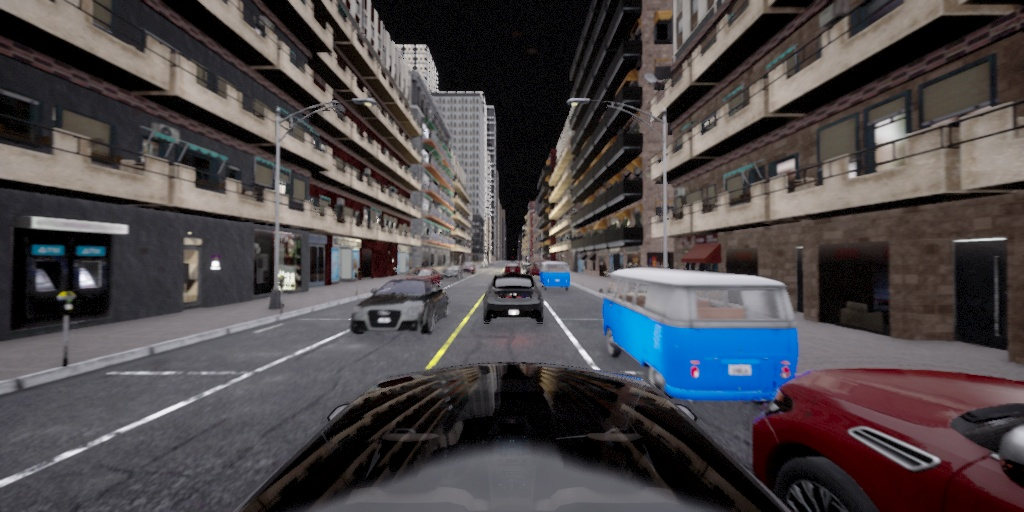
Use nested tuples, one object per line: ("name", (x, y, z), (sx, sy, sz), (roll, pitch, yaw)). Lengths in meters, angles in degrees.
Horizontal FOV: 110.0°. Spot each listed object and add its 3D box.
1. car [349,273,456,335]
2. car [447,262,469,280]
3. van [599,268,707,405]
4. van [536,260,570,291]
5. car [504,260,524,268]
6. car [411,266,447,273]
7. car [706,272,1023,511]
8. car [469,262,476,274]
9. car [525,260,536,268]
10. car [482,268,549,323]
("car", (-3.100, 1.379, 10.681), (1.994, 1.385, 4.181), (0, 0, 0))
("car", (-5.691, 1.542, 34.492), (2.007, 1.370, 4.403), (0, 0, 0))
("van", (2.690, 1.123, 6.084), (1.690, 1.789, 3.998), (0, 0, 0))
("van", (2.690, 1.248, 23.130), (1.690, 1.789, 3.998), (0, 0, 0))
("car", (0.097, 1.538, 43.602), (1.882, 1.535, 5.008), (0, 0, 0))
("car", (-5.691, 1.453, 23.128), (1.888, 1.381, 4.507), (0, 0, 0))
("car", (2.690, 1.055, 0.402), (2.192, 1.841, 5.009), (0, 0, 0))
("car", (-5.691, 1.517, 45.856), (1.967, 1.591, 4.097), (0, 0, 0))
("car", (2.689, 1.306, 34.494), (2.192, 1.841, 5.009), (0, 0, 0))
("car", (0.032, 1.334, 12.443), (1.837, 1.490, 4.892), (0, 0, 0))
